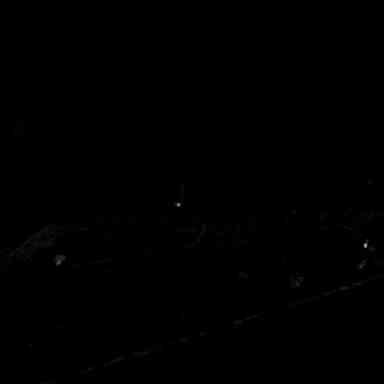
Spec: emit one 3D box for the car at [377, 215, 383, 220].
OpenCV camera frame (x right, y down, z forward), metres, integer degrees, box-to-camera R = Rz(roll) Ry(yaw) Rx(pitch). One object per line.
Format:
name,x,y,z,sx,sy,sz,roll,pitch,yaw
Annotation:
car,7.533,1.466,12.044,4.313,1.339,1.947,-1,0,-36

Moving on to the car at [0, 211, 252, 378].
car,-1.639,1.302,5.487,5.009,1.841,2.192,-1,0,-36

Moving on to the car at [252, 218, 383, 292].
car,2.949,1.509,8.766,4.313,1.339,1.947,-1,0,-36
